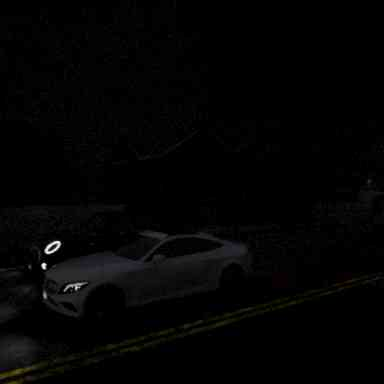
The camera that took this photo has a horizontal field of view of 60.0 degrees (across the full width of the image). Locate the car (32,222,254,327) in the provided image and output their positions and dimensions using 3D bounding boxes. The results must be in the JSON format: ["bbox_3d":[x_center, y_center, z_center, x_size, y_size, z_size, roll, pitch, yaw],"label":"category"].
[{"bbox_3d":[-0.680,1.558,7.208,4.674,1.442,1.812,1,0,-35],"label":"car"}]

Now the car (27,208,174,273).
[{"bbox_3d":[-2.380,1.386,9.971,4.553,1.767,2.097,1,0,-35],"label":"car"}]
